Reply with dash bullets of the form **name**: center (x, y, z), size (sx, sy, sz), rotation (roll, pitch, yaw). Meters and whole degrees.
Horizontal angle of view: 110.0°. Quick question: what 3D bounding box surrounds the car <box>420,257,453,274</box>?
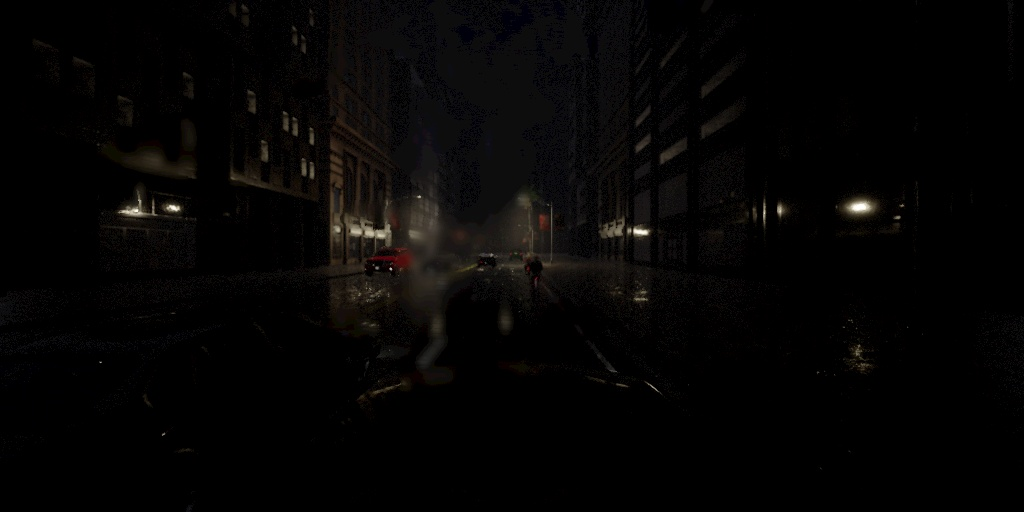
- **car**: center (-6.290, 0.778, 30.166), size (1.895, 1.301, 4.718), rotation (0, 1, 1)

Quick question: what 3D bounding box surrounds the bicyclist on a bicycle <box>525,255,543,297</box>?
- **bicyclist on a bicycle**: center (1.043, 0.846, 15.635), size (0.659, 1.776, 1.843), rotation (0, 1, 1)

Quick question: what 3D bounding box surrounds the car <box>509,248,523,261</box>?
- **car**: center (0.710, -0.300, 60.806), size (2.150, 2.045, 5.566), rotation (0, 2, 1)

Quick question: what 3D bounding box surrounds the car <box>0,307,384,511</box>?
- **car**: center (-3.132, 1.258, 3.673), size (2.033, 1.411, 5.357), rotation (0, 1, 1)

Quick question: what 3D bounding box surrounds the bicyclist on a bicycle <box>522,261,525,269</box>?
- **bicyclist on a bicycle**: center (1.136, 0.721, 25.126), size (0.866, 1.612, 1.509), rotation (0, 1, 1)

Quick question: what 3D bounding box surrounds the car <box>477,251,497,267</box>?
- **car**: center (-2.735, 0.454, 40.066), size (2.128, 1.511, 4.902), rotation (0, 1, 1)

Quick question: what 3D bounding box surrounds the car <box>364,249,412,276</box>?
- **car**: center (-9.563, 0.439, 28.240), size (2.150, 2.045, 5.566), rotation (0, 1, 1)
